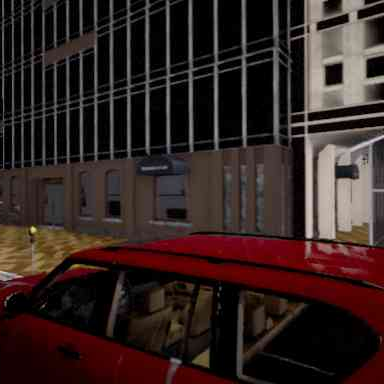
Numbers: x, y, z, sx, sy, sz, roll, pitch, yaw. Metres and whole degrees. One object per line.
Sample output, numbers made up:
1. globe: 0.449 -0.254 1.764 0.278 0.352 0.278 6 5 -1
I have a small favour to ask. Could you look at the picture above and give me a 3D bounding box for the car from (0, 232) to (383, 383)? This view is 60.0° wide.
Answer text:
1. car: -0.229 1.317 3.042 5.009 1.841 2.192 0 0 35
